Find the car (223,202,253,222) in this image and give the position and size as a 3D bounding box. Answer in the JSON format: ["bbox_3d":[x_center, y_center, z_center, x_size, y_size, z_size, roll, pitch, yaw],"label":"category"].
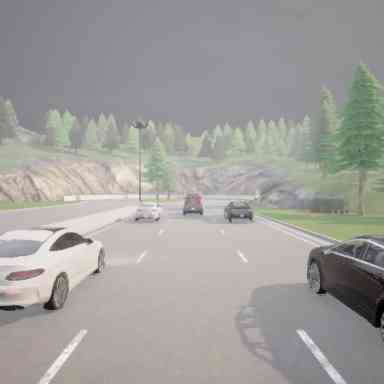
[{"bbox_3d":[3.600,1.493,26.352,2.128,1.511,4.902,0,0,0],"label":"car"}]

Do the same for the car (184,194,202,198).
[{"bbox_3d":[0.092,1.221,43.420,2.150,2.045,5.566,0,0,0],"label":"car"}]

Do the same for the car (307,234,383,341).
[{"bbox_3d":[3.598,1.491,5.846,2.128,1.511,4.902,0,0,0],"label":"car"}]

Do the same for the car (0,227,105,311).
[{"bbox_3d":[-3.401,1.526,7.635,1.812,1.442,4.674,0,0,0],"label":"car"}]

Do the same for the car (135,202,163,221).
[{"bbox_3d":[-3.398,1.525,26.898,1.812,1.442,4.674,0,0,0],"label":"car"}]

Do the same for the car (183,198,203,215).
[{"bbox_3d":[0.097,1.564,33.631,1.994,1.385,4.181,0,0,0],"label":"car"}]
